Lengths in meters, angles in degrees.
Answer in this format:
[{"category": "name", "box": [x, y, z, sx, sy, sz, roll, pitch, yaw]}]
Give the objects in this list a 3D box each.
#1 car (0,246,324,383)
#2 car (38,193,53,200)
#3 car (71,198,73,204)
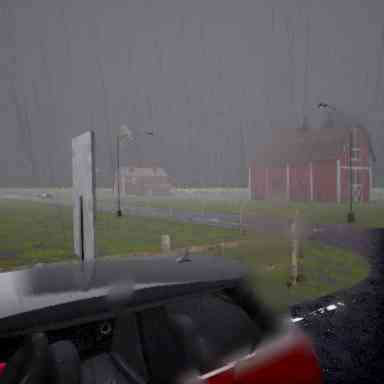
[{"category": "car", "box": [-1.209, 1.352, 2.086, 4.553, 1.767, 2.097, 0, 0, -35]}, {"category": "car", "box": [-35.464, 1.049, 81.327, 1.837, 1.490, 4.892, -2, 1, -36]}, {"category": "car", "box": [-17.090, 1.277, 50.929, 1.837, 1.490, 4.892, -2, 1, -36]}]
